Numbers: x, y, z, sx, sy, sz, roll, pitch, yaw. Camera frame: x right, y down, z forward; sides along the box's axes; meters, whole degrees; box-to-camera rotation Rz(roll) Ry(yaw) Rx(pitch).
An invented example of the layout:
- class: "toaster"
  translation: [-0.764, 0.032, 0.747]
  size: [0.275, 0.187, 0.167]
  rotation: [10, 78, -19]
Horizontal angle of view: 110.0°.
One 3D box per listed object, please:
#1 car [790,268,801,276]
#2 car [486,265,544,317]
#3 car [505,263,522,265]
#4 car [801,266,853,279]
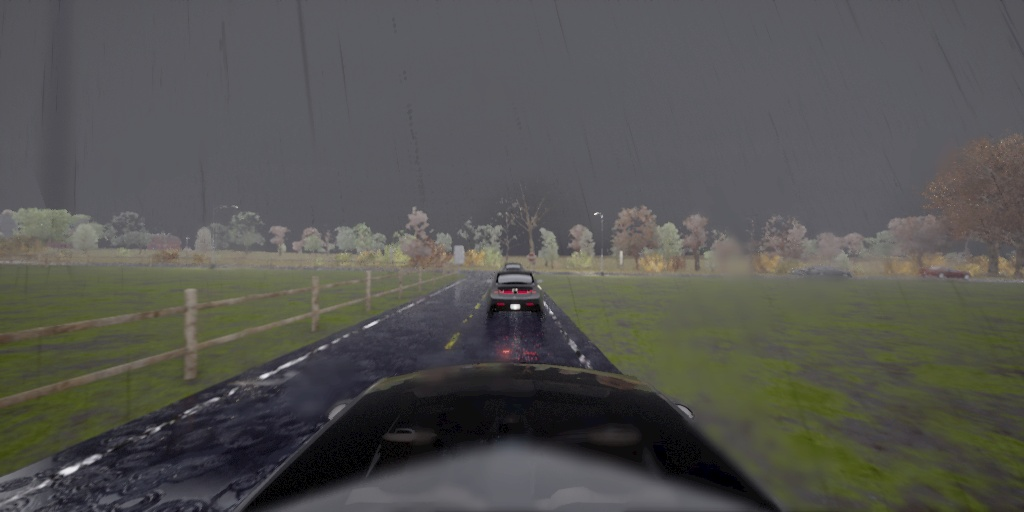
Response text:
- class: "car"
  translation: [40.007, 2.043, 47.982]
  size: [4.902, 1.511, 2.128]
  rotation: [1, 1, 1]
- class: "car"
  translation: [0.100, 1.274, 13.227]
  size: [1.837, 1.490, 4.892]
  rotation: [0, 0, 0]
- class: "car"
  translation: [0.101, 1.302, 28.275]
  size: [1.837, 1.490, 4.892]
  rotation: [0, 0, 0]
- class: "car"
  translation: [40.018, 2.082, 45.166]
  size: [4.902, 1.511, 2.128]
  rotation: [1, 1, 0]
